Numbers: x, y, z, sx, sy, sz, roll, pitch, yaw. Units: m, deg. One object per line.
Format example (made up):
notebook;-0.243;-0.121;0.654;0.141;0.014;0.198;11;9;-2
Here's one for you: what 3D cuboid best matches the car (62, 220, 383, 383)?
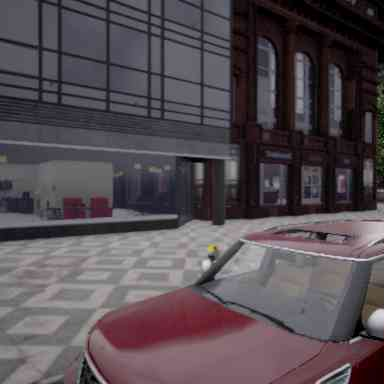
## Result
car;1.365;1.301;3.482;5.009;1.841;2.192;0;0;-35
